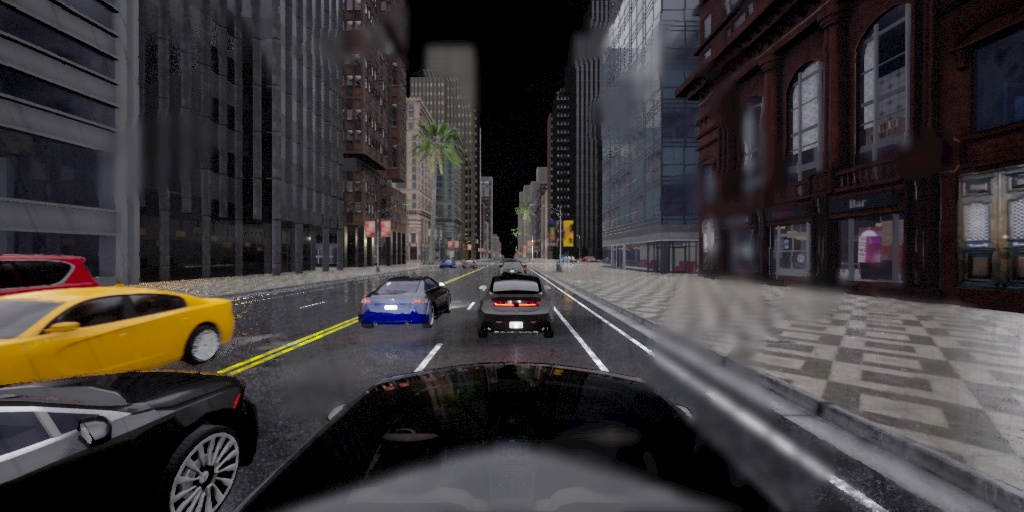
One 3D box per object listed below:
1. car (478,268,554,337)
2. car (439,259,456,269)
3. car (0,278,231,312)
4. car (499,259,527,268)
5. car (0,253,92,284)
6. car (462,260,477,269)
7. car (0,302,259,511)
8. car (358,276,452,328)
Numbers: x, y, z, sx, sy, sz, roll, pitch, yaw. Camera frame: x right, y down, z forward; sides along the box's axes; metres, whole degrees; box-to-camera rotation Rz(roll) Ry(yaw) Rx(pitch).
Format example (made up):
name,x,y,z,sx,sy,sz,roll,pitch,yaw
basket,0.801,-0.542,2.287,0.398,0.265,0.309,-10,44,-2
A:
name,x,y,z,sx,sy,sz,roll,pitch,yaw
car,0.091,1.254,10.223,1.837,1.490,4.892,0,0,0
car,-9.853,1.232,55.171,1.882,1.535,5.008,0,0,0
car,-6.603,1.227,5.210,1.882,1.535,5.008,0,0,0
car,0.058,1.101,27.674,2.097,1.767,4.553,0,0,1
car,-9.854,0.971,5.401,2.150,2.045,5.566,0,0,0
car,-6.600,1.280,55.525,1.812,1.442,4.674,0,0,0
car,-3.147,1.241,1.179,2.128,1.511,4.902,0,0,0
car,-3.160,1.313,11.348,1.994,1.385,4.181,0,0,0
